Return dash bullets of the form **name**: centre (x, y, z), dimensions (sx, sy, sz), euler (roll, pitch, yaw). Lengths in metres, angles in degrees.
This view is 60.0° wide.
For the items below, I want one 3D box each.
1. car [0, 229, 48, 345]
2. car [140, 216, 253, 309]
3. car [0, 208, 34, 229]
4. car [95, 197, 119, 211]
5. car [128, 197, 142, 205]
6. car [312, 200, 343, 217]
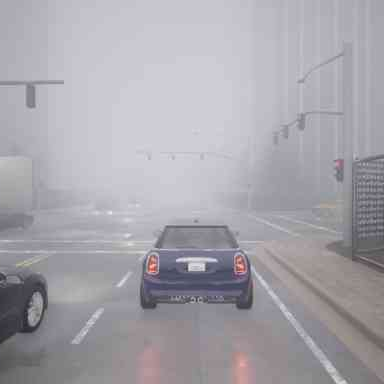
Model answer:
- **car**: centre (-3.431, 1.505, 3.903), dimensions (1.837, 1.490, 4.892), euler (0, 0, 0)
- **car**: centre (0.096, 1.352, 8.028), dimensions (2.097, 1.767, 4.553), euler (0, 0, 0)
- **car**: centre (-10.560, 1.565, 18.097), dimensions (1.895, 1.301, 4.718), euler (0, 0, 0)
- **car**: centre (-10.511, 1.353, 41.287), dimensions (2.097, 1.767, 4.553), euler (0, 0, 0)
- **car**: centre (-10.428, 1.601, 60.975), dimensions (1.895, 1.301, 4.718), euler (0, 0, 1)
- **car**: centre (13.330, 1.422, 29.747), dimensions (5.008, 1.535, 1.882), euler (0, 0, 0)
